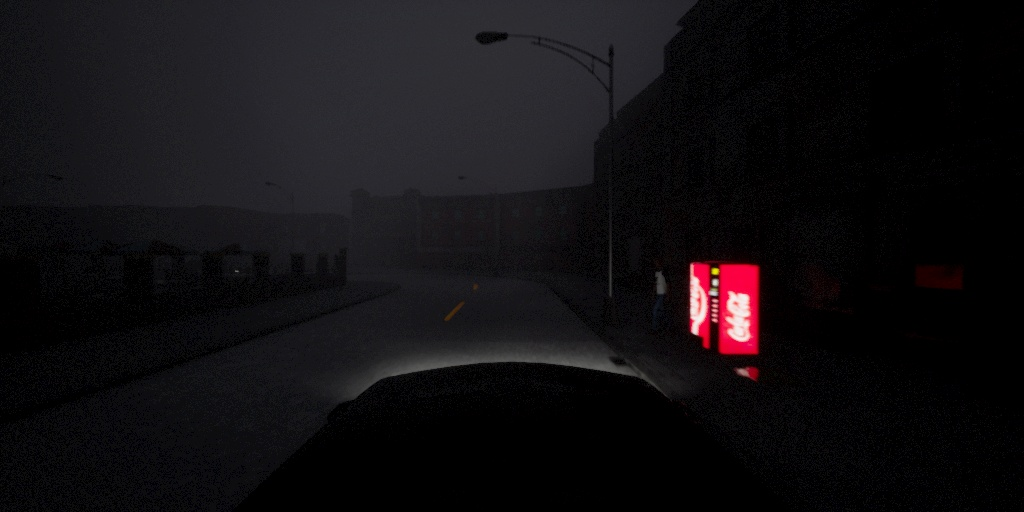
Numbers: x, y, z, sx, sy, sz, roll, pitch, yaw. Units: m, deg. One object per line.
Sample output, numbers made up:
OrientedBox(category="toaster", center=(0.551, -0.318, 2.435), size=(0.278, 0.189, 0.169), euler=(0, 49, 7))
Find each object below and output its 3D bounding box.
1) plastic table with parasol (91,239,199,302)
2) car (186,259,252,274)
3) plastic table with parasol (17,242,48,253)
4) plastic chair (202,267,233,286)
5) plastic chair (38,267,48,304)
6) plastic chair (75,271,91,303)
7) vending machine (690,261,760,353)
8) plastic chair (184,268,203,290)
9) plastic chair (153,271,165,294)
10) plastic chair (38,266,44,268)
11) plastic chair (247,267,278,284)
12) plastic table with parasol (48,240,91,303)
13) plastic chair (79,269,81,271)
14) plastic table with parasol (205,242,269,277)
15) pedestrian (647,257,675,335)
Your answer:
OrientedBox(category="plastic table with parasol", center=(-13.055, 0.621, 13.071), size=(2.482, 2.480, 2.482), euler=(0, 0, -40))
OrientedBox(category="car", center=(-22.052, 1.004, 26.602), size=(4.892, 1.490, 1.837), euler=(0, 1, 0))
OrientedBox(category="plastic table with parasol", center=(-20.970, 0.481, 16.636), size=(2.482, 2.480, 2.482), euler=(0, 0, -38))
OrientedBox(category="plastic chair", center=(-13.357, 1.193, 16.178), size=(0.750, 1.272, 0.730), euler=(0, 0, 0))
OrientedBox(category="plastic chair", center=(-17.897, 1.192, 14.117), size=(0.730, 1.272, 0.750), euler=(0, 0, -35))
OrientedBox(category="plastic chair", center=(-14.030, 1.234, 12.171), size=(0.730, 1.272, 0.750), euler=(0, 0, -35))
OrientedBox(category="vending machine", center=(4.300, 1.108, 7.351), size=(1.100, 2.100, 0.880), euler=(0, 0, 0))
OrientedBox(category="plastic chair", center=(-12.033, 1.217, 13.806), size=(0.730, 1.272, 0.750), euler=(0, 0, -40))
OrientedBox(category="plastic chair", center=(-12.324, 1.235, 12.071), size=(0.750, 1.272, 0.730), euler=(0, 0, -40))
OrientedBox(category="plastic chair", center=(-20.218, 1.070, 15.590), size=(0.750, 1.272, 0.730), euler=(0, 0, -40))
OrientedBox(category="plastic chair", center=(-12.019, 1.182, 17.321), size=(0.730, 1.272, 0.750), euler=(0, 0, 0))
OrientedBox(category="plastic table with parasol", center=(-16.922, 0.570, 15.018), size=(2.482, 2.480, 2.482), euler=(0, 0, -40))
OrientedBox(category="plastic chair", center=(-16.191, 1.213, 14.017), size=(0.750, 1.272, 0.730), euler=(0, 0, -40))
OrientedBox(category="plastic table with parasol", center=(-13.272, 0.577, 17.420), size=(2.482, 2.480, 2.482), euler=(0, 0, 0))
OrientedBox(category="pedestrian", center=(3.428, 0.874, 8.282), size=(0.375, 1.860, 0.375), euler=(0, 1, 0))
